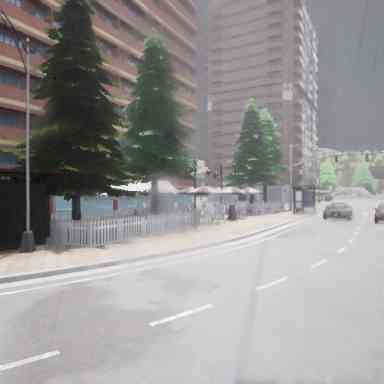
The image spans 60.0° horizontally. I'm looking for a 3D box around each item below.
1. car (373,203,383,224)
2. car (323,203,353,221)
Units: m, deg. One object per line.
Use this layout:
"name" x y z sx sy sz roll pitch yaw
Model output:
"car" 14.335 1.520 24.189 1.812 1.442 4.674 0 0 30
"car" 11.897 1.560 26.969 1.994 1.385 4.181 0 0 30
